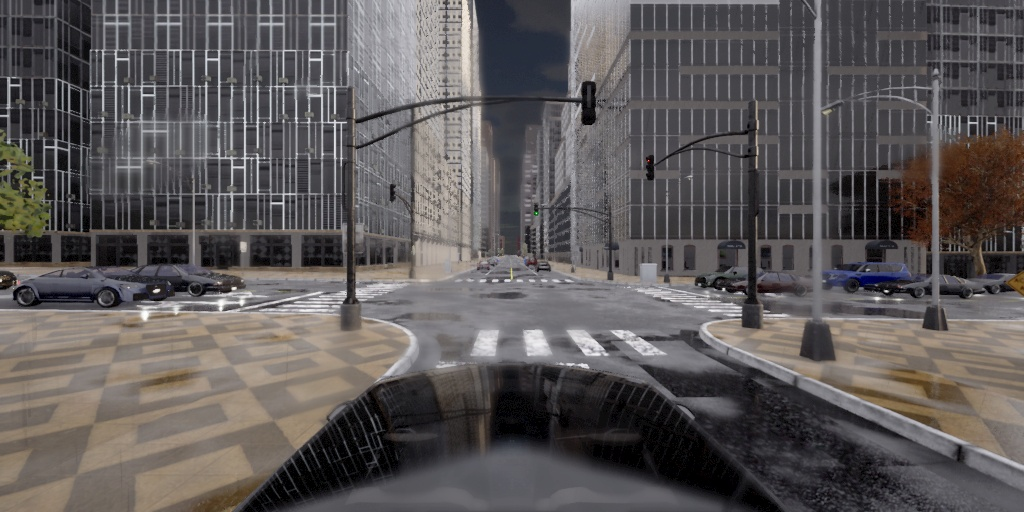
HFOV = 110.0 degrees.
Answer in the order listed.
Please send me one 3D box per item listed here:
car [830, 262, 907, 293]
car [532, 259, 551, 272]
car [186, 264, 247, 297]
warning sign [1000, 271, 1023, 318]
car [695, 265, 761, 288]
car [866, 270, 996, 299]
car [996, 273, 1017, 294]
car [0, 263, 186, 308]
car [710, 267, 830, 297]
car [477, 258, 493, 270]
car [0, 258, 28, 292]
[{"bbox_3d":[24.339,1.442,24.906,5.566,2.045,2.150,1,0,-3],"label":"car"},{"bbox_3d":[3.923,1.345,45.667,1.948,1.339,4.313,0,0,0],"label":"car"},{"bbox_3d":[-15.353,1.046,16.390,5.357,1.411,2.033,1,0,0],"label":"car"},{"bbox_3d":[17.274,1.208,11.866,1.060,1.860,1.300,0,0,-3],"label":"warning sign"},{"bbox_3d":[14.996,1.405,24.473,4.553,1.767,2.097,1,0,-3],"label":"car"},{"bbox_3d":[25.186,1.783,21.693,5.357,1.411,2.033,1,0,-3],"label":"car"},{"bbox_3d":[34.566,1.951,25.378,5.357,1.411,2.033,1,0,-3],"label":"car"},{"bbox_3d":[-15.079,1.067,13.115,4.181,1.385,1.994,1,0,-3],"label":"car"},{"bbox_3d":[15.127,1.602,21.224,5.357,1.411,2.033,1,0,-3],"label":"car"},{"bbox_3d":[-4.030,1.361,51.159,1.802,1.307,4.207,0,0,0],"label":"car"},{"bbox_3d":[-25.275,0.821,15.899,4.892,1.490,1.837,1,0,-3],"label":"car"}]
